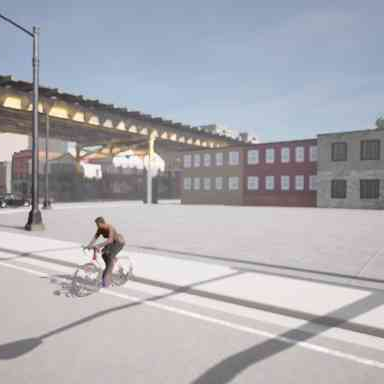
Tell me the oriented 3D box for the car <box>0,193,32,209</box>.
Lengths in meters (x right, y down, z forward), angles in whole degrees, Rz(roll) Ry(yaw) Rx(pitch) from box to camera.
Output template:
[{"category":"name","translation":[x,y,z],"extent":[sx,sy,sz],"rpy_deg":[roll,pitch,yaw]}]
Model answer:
[{"category":"car","translation":[-21.702,1.145,39.867],"extent":[2.128,1.511,4.902],"rpy_deg":[1,0,24]}]

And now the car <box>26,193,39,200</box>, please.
[{"category":"car","translation":[-28.343,0.813,59.141],"extent":[1.853,1.218,4.536],"rpy_deg":[0,0,-24]}]

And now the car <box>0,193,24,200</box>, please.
[{"category":"car","translation":[-31.893,0.794,57.861],"extent":[4.536,1.218,1.853],"rpy_deg":[0,0,6]}]

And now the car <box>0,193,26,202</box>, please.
[{"category":"car","translation":[-31.842,0.952,57.856],"extent":[4.974,1.542,2.038],"rpy_deg":[0,0,6]}]

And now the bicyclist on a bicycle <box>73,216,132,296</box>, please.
[{"category":"bicyclist on a bicycle","translation":[-1.912,1.359,7.334],"extent":[0.582,1.620,1.656],"rpy_deg":[1,0,35]}]
